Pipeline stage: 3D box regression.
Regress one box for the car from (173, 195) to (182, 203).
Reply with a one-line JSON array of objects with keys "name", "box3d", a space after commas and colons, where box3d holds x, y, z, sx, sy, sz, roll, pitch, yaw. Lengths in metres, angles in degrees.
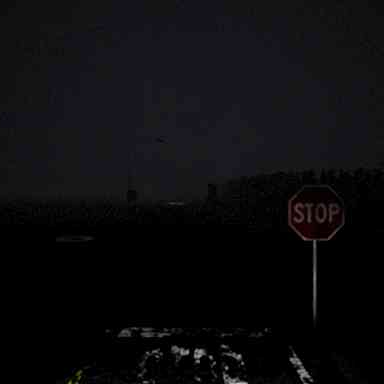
[{"name": "car", "box3d": [-2.861, 1.385, 66.479, 2.033, 1.411, 5.357, 0, 0, 0]}]
